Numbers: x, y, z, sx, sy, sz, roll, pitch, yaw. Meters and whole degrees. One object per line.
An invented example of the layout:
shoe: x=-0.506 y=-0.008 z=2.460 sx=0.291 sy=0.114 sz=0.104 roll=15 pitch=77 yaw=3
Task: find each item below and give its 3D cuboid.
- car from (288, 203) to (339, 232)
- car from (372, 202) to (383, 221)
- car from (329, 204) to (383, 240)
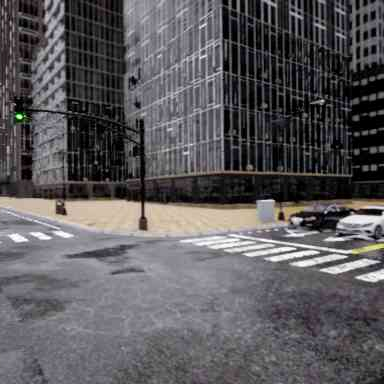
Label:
car: x=7.651 y=1.403 z=19.412 sx=4.902 sy=1.511 sz=2.128 roll=-1 pitch=0 yaw=-35
car: x=15.792 y=1.424 z=25.097 sx=4.718 sy=1.301 sz=1.895 roll=-1 pitch=0 yaw=-35
car: x=9.072 y=1.413 z=16.441 sx=4.674 sy=1.442 sz=1.812 roll=-1 pitch=0 yaw=-35
